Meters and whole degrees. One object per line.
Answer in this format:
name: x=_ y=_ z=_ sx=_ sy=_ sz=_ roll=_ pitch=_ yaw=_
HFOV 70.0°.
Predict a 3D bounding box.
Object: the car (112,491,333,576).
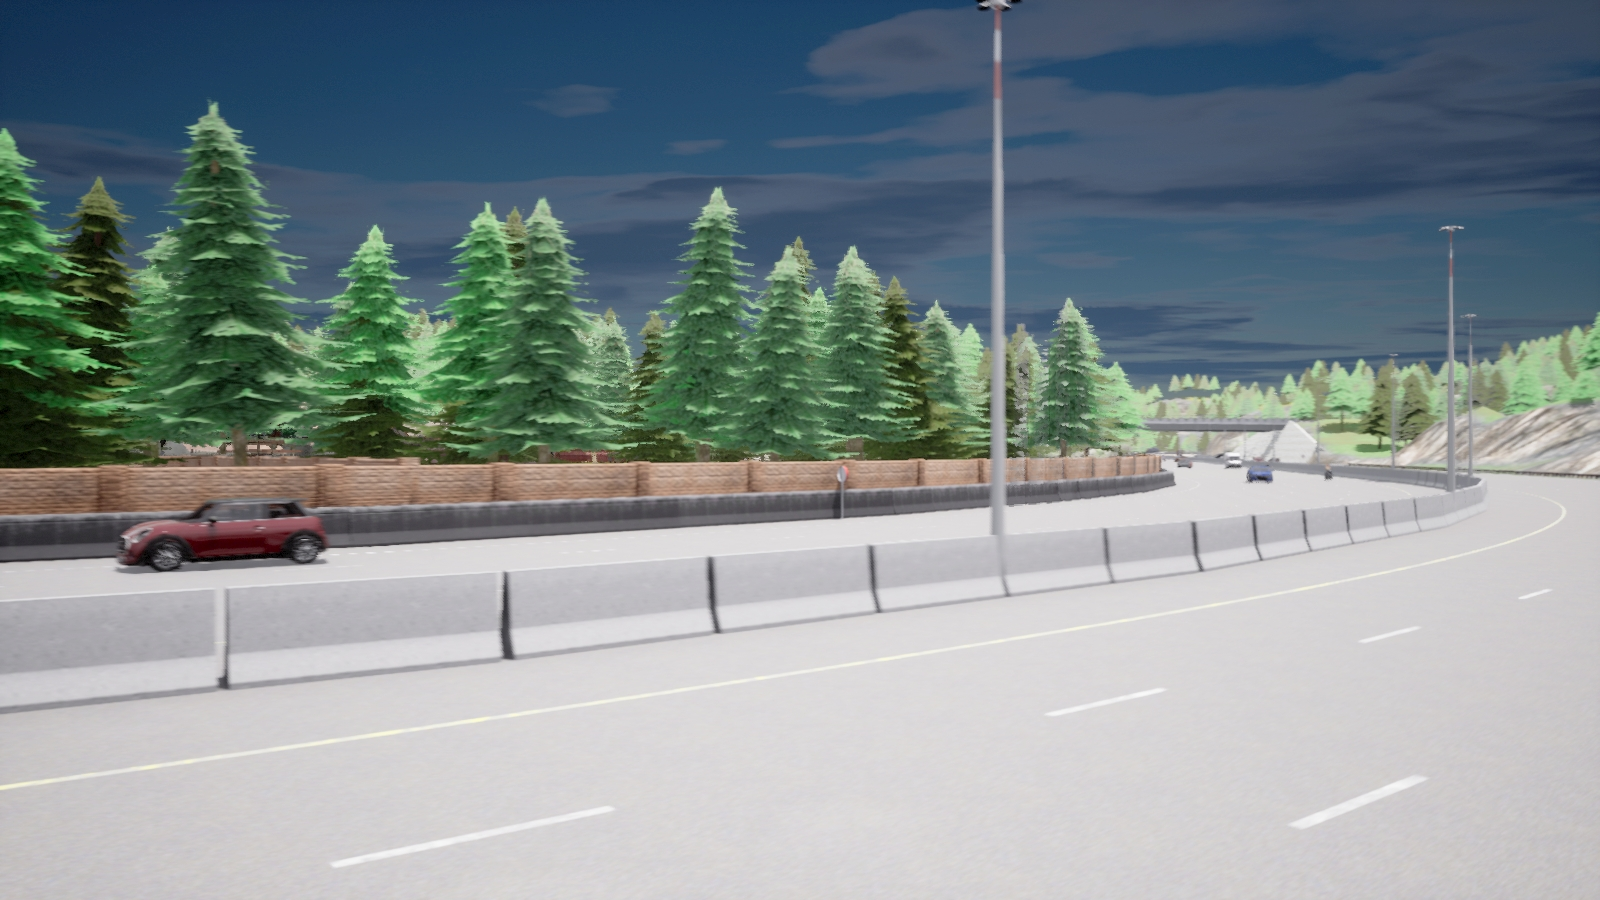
car: x=-14.150 y=1.965 z=28.108 sx=4.553 sy=1.767 sz=2.097 roll=0 pitch=0 yaw=-37
